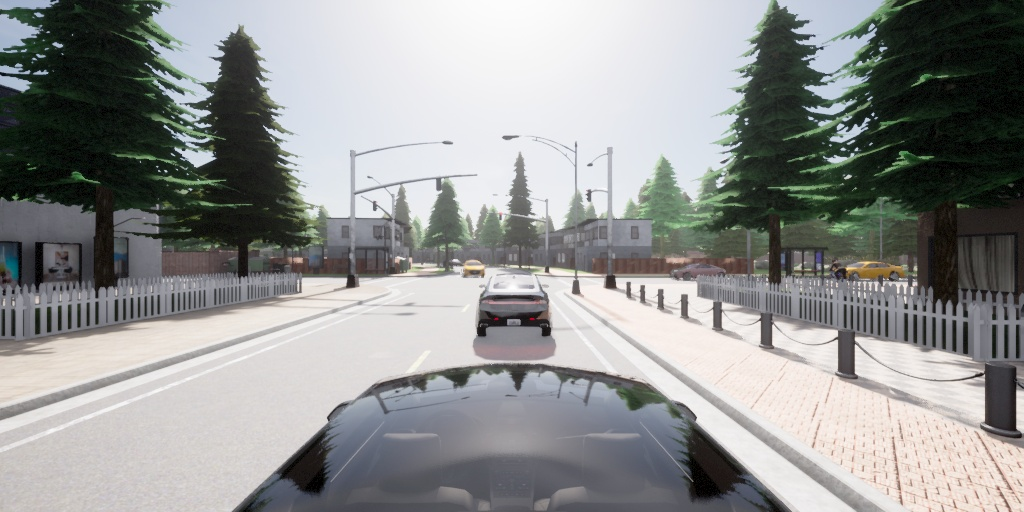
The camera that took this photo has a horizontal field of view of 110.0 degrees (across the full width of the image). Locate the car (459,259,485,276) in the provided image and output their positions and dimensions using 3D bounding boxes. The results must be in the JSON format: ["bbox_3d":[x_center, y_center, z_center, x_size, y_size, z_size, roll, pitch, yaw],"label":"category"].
[{"bbox_3d":[-3.719,1.198,34.195,1.882,1.535,5.008,0,0,-10],"label":"car"}]

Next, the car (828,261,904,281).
[{"bbox_3d":[28.716,1.212,29.203,5.008,1.535,1.882,0,0,2],"label":"car"}]

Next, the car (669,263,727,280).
[{"bbox_3d":[15.295,1.299,29.595,4.181,1.385,1.994,0,0,2],"label":"car"}]

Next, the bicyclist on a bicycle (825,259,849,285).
[{"bbox_3d":[19.886,1.035,21.978,0.582,1.620,1.656,0,0,2],"label":"bicyclist on a bicycle"}]

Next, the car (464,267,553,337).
[{"bbox_3d":[0.056,1.242,10.291,2.128,1.511,4.902,0,0,0],"label":"car"}]
